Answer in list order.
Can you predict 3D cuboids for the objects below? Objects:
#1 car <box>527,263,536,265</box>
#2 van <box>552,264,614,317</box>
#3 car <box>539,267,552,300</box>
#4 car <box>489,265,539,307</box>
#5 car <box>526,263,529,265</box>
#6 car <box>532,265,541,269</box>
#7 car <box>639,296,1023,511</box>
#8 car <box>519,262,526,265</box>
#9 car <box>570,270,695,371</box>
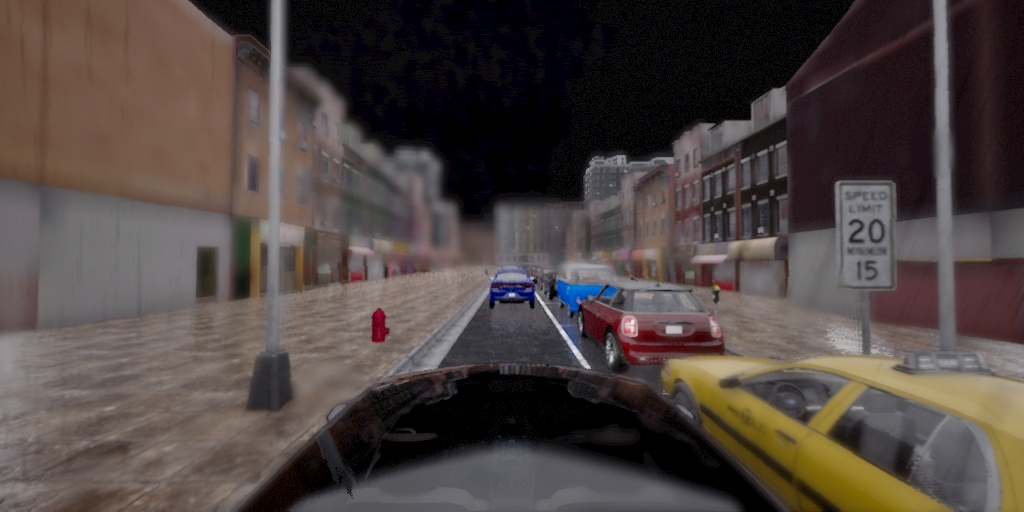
[{"bbox_3d":[2.641,1.678,35.309,1.802,1.307,4.207,0,0,0],"label":"car"},{"bbox_3d":[2.640,1.204,13.297,1.690,1.789,3.998,0,0,0],"label":"van"},{"bbox_3d":[2.641,1.485,18.800,1.948,1.339,4.313,0,0,0],"label":"car"},{"bbox_3d":[0.009,1.372,16.331,1.882,1.535,5.008,0,0,0],"label":"car"},{"bbox_3d":[2.641,1.738,40.813,1.802,1.307,4.207,0,0,0],"label":"car"},{"bbox_3d":[2.641,1.528,24.303,2.007,1.370,4.403,0,0,0],"label":"car"},{"bbox_3d":[2.640,1.281,2.461,1.751,1.417,4.829,0,0,0],"label":"car"},{"bbox_3d":[0.009,1.530,31.333,1.882,1.535,5.008,0,0,0],"label":"car"},{"bbox_3d":[2.640,1.248,7.794,1.967,1.591,4.097,0,0,0],"label":"car"}]
